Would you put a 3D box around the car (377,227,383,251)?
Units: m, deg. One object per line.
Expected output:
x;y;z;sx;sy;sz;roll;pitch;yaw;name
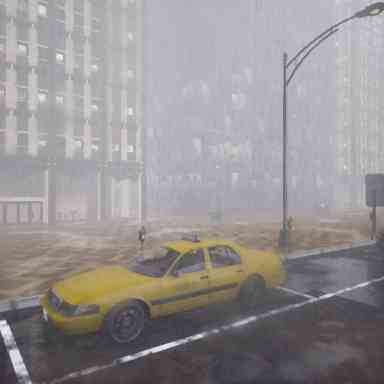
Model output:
8.905;1.546;12.913;4.507;1.381;1.887;0;0;-35;car

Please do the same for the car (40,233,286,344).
-0.242;1.523;6.388;4.829;1.417;1.752;0;0;-35;car
